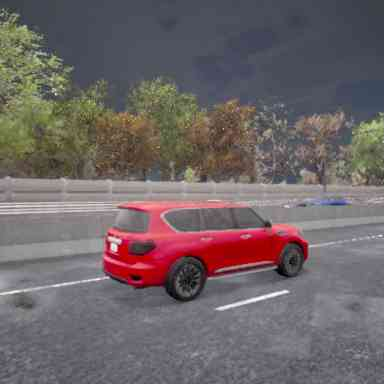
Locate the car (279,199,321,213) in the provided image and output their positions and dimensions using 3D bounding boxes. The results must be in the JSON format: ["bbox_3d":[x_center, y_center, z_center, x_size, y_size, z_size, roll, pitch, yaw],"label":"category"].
[{"bbox_3d":[12.582,1.563,38.757,4.902,1.511,2.128,0,0,-35],"label":"car"}]

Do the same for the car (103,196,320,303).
[{"bbox_3d":[0.572,1.233,8.492,5.566,2.045,2.150,0,0,-35],"label":"car"}]

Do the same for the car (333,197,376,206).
[{"bbox_3d":[16.702,1.564,33.100,4.902,1.511,2.128,0,0,-35],"label":"car"}]

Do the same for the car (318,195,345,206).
[{"bbox_3d":[14.534,1.293,35.852,5.566,2.045,2.150,0,0,-35],"label":"car"}]
